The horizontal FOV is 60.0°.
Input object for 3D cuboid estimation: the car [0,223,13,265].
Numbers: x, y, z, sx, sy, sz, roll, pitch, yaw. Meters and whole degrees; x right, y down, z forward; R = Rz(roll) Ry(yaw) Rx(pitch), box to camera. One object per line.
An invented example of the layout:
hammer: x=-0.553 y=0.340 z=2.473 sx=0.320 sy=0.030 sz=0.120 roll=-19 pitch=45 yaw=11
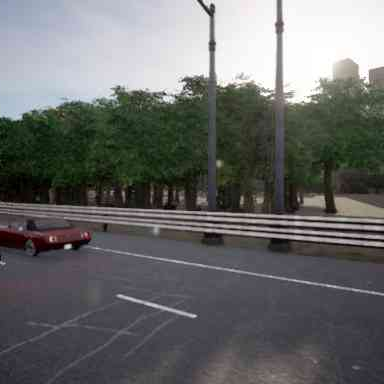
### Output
car: x=-7.272 y=1.474 z=9.419 sx=5.008 sy=1.535 sz=1.882 roll=0 pitch=0 yaw=37

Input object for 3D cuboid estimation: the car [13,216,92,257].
car: x=-6.062 y=1.600 z=12.902 sx=4.718 sy=1.301 sz=1.895 roll=0 pitch=0 yaw=38
